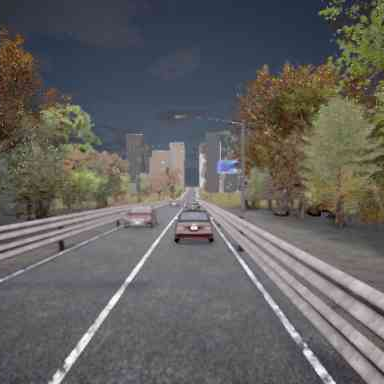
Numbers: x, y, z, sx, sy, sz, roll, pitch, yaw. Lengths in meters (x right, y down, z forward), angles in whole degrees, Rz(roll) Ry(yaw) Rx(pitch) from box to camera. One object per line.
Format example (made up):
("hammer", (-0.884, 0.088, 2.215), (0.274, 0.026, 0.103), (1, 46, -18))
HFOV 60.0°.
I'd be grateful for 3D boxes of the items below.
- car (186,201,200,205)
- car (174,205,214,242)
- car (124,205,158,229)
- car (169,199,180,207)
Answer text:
("car", (0.103, 1.868, 42.941), (2.128, 1.511, 4.902), (0, -1, 0))
("car", (0.094, 1.613, 16.780), (2.033, 1.411, 5.357), (0, 0, 0))
("car", (-3.338, 1.640, 22.586), (1.812, 1.442, 4.674), (0, -1, 0))
("car", (-3.276, 2.167, 63.439), (2.128, 1.511, 4.902), (0, -1, 0))
